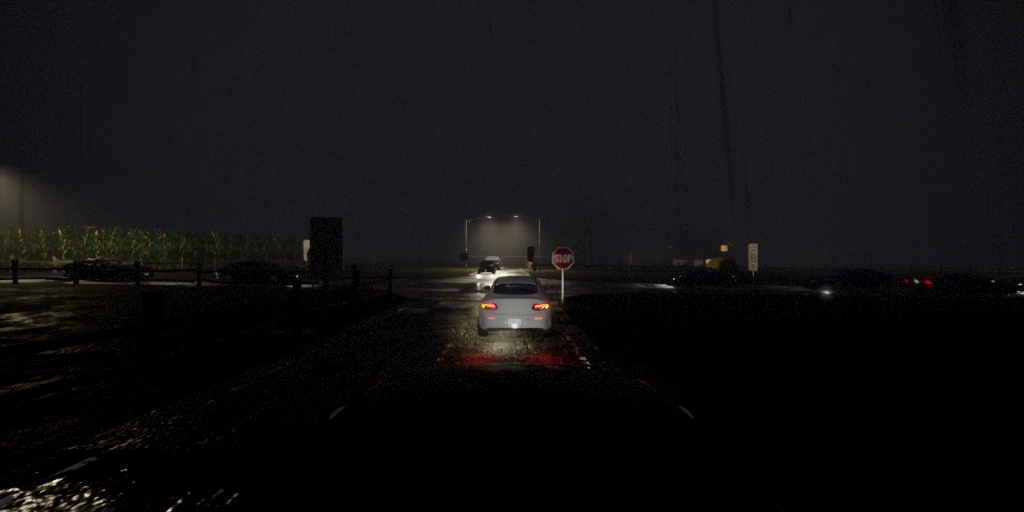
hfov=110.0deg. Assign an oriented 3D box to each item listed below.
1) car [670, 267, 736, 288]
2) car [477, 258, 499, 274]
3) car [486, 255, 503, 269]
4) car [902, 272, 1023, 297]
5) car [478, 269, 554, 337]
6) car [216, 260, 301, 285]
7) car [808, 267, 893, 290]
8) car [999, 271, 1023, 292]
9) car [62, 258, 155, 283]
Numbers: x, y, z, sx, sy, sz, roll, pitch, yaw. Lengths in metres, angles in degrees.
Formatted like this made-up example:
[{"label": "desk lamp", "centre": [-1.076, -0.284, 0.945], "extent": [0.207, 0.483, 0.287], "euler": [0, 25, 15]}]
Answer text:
[{"label": "car", "centre": [13.660, 1.495, 25.807], "extent": [4.181, 1.385, 1.994], "euler": [1, 1, 1]}, {"label": "car", "centre": [-2.814, 1.244, 40.776], "extent": [1.837, 1.490, 4.892], "euler": [0, 0, 0]}, {"label": "car", "centre": [-2.808, 0.954, 51.478], "extent": [2.150, 2.045, 5.566], "euler": [0, 0, 0]}, {"label": "car", "centre": [28.076, 1.732, 22.614], "extent": [5.357, 1.411, 2.033], "euler": [1, 1, 1]}, {"label": "car", "centre": [0.132, 1.273, 10.127], "extent": [1.812, 1.442, 4.674], "euler": [0, 0, 2]}, {"label": "car", "centre": [-16.458, 1.052, 23.425], "extent": [4.892, 1.490, 1.837], "euler": [1, 1, 0]}, {"label": "car", "centre": [24.101, 1.561, 25.628], "extent": [5.008, 1.535, 1.882], "euler": [1, 1, 1]}, {"label": "car", "centre": [37.998, 1.860, 25.369], "extent": [4.181, 1.385, 1.994], "euler": [1, 1, 1]}, {"label": "car", "centre": [-26.384, 0.899, 23.571], "extent": [4.902, 1.511, 2.128], "euler": [1, 1, 1]}]
